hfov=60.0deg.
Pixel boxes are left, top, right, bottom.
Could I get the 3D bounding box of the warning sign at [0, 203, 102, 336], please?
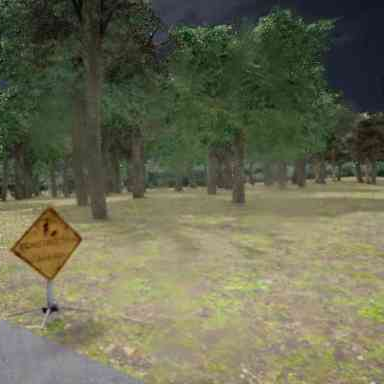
[{"bbox_3d":[-2.426,1.151,5.651,1.060,1.860,1.300,-2,0,36],"label":"warning sign"}]
